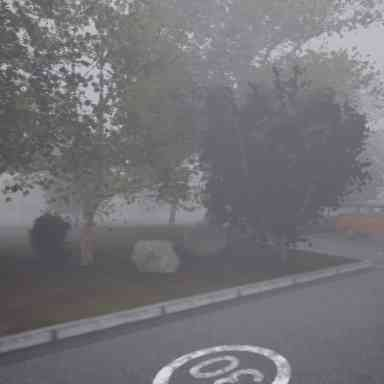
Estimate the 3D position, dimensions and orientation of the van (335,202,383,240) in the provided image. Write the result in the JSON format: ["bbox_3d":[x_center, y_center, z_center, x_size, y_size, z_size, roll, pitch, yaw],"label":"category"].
[{"bbox_3d":[9.597,1.550,17.055,1.878,1.987,4.442,2,-1,-36],"label":"van"}]
